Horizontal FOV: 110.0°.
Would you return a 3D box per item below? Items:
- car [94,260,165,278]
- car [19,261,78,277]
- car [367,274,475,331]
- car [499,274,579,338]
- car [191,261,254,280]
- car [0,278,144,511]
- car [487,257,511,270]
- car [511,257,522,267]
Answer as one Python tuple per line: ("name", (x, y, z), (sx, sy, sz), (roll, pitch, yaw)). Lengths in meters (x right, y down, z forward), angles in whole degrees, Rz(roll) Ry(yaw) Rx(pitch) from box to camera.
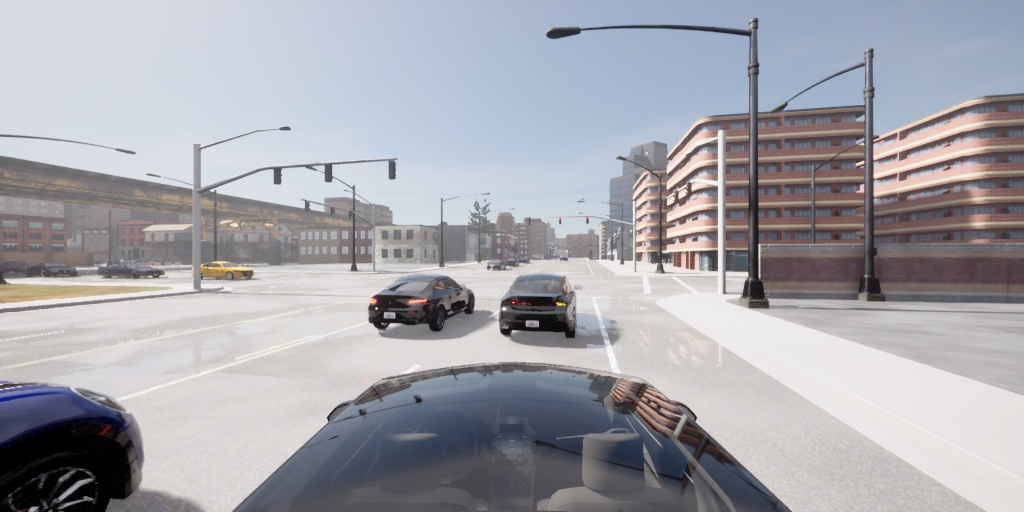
("car", (-34.267, 1.297, 32.211), (5.357, 1.411, 2.033), (0, 0, 9))
("car", (-43.986, 1.313, 34.241), (4.181, 1.385, 1.994), (0, 0, 15))
("car", (-2.540, 1.276, 10.953), (1.812, 1.442, 4.674), (0, 0, 11))
("car", (0.906, 1.255, 10.314), (1.837, 1.490, 4.892), (0, 0, 11))
("car", (-24.608, 1.227, 30.581), (5.008, 1.535, 1.882), (0, 0, 10))
("car", (-4.017, 1.101, 0.901), (2.097, 1.767, 4.553), (0, 0, 4))
("car", (-2.047, 1.106, 48.090), (2.128, 1.511, 4.902), (0, 1, 11))
("car", (-0.104, 0.944, 58.126), (1.882, 1.535, 5.008), (0, 1, 11))
